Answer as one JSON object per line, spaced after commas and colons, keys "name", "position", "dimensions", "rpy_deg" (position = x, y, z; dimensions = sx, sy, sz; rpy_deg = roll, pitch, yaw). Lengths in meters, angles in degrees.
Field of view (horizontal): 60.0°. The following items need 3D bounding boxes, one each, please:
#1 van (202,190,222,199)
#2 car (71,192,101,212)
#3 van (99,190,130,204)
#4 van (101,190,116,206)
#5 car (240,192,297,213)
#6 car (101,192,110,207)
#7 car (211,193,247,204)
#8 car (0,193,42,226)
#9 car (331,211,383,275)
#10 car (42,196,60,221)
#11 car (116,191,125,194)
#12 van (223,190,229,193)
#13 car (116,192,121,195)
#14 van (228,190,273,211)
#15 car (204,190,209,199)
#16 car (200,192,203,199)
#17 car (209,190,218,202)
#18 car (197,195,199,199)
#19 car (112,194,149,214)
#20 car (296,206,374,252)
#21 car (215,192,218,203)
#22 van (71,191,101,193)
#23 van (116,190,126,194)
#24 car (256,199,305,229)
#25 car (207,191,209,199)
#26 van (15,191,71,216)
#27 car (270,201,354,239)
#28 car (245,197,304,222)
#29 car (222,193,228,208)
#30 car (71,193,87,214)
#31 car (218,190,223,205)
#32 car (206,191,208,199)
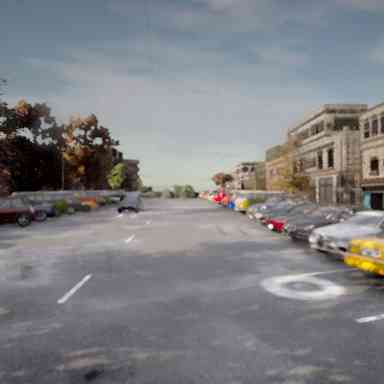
{"name": "van", "position": [4.995, 0.620, 81.769], "dimensions": [4.442, 1.987, 1.878], "rpy_deg": [1, -2, -21]}
{"name": "car", "position": [-11.782, 1.137, 31.662], "dimensions": [5.366, 1.575, 1.946], "rpy_deg": [-1, 0, -21]}
{"name": "van", "position": [-12.224, 0.738, 52.244], "dimensions": [4.442, 1.987, 1.878], "rpy_deg": [-1, 0, -21]}
{"name": "van", "position": [-12.011, 0.832, 40.470], "dimensions": [4.442, 1.987, 1.878], "rpy_deg": [-1, 0, -21]}
{"name": "car", "position": [6.050, 1.081, 23.080], "dimensions": [4.553, 1.767, 2.185], "rpy_deg": [0, 1, -21]}
{"name": "car", "position": [-12.057, 1.125, 37.478], "dimensions": [4.674, 1.452, 2.002], "rpy_deg": [-1, 1, -21]}
{"name": "car", "position": [5.530, 0.955, 49.470], "dimensions": [4.892, 1.521, 2.231], "rpy_deg": [1, 0, -21]}
{"name": "car", "position": [-11.714, 1.147, 19.828], "dimensions": [4.553, 1.767, 2.185], "rpy_deg": [-1, 1, -21]}
{"name": "car", "position": [6.455, 1.378, 8.479], "dimensions": [5.366, 1.575, 1.946], "rpy_deg": [0, 0, -21]}
{"name": "car", "position": [-11.820, 1.270, 22.752], "dimensions": [4.792, 1.488, 2.163], "rpy_deg": [-1, 1, -21]}
{"name": "car", "position": [-12.227, 1.050, 46.315], "dimensions": [4.674, 1.452, 2.002], "rpy_deg": [-1, 0, -21]}
{"name": "van", "position": [5.914, 0.856, 34.849], "dimensions": [4.442, 1.987, 1.878], "rpy_deg": [0, 0, -21]}
{"name": "car", "position": [-12.170, 1.074, 43.371], "dimensions": [4.674, 1.452, 2.002], "rpy_deg": [-1, 0, -21]}
{"name": "van", "position": [5.807, 0.914, 28.891], "dimensions": [4.442, 1.987, 1.878], "rpy_deg": [0, 1, -21]}
{"name": "car", "position": [5.498, 0.871, 61.263], "dimensions": [5.366, 1.575, 1.946], "rpy_deg": [1, 0, -21]}
{"name": "car", "position": [4.979, 0.809, 69.930], "dimensions": [5.366, 1.575, 1.946], "rpy_deg": [1, 0, -21]}
{"name": "car", "position": [5.672, 0.750, 43.615], "dimensions": [5.566, 2.045, 2.435], "rpy_deg": [1, 0, -21]}
{"name": "car", "position": [4.909, 0.977, 87.640], "dimensions": [5.366, 1.575, 1.946], "rpy_deg": [1, -2, -21]}
{"name": "car", "position": [-5.648, 1.198, 31.231], "dimensions": [2.033, 1.411, 5.357], "rpy_deg": [0, 1, -1]}
{"name": "car", "position": [6.233, 1.385, 11.341], "dimensions": [4.674, 1.452, 2.002], "rpy_deg": [0, 1, -21]}
{"name": "car", "position": [5.700, 1.067, 40.669], "dimensions": [4.674, 1.452, 2.002], "rpy_deg": [0, 1, -21]}
{"name": "van", "position": [-12.119, 0.891, 34.491], "dimensions": [4.442, 1.987, 1.878], "rpy_deg": [-1, 1, -21]}
{"name": "van", "position": [-12.385, 0.764, 49.207], "dimensions": [4.442, 1.987, 1.878], "rpy_deg": [-1, 1, -21]}
{"name": "car", "position": [6.097, 1.305, 17.195], "dimensions": [4.792, 1.488, 2.163], "rpy_deg": [0, 1, -21]}
{"name": "car", "position": [5.452, 0.962, 52.395], "dimensions": [4.792, 1.488, 2.163], "rpy_deg": [1, 1, -21]}
{"name": "van", "position": [-11.955, 0.983, 25.656], "dimensions": [4.442, 1.987, 1.878], "rpy_deg": [-1, 1, -21]}
{"name": "car", "position": [6.188, 1.311, 14.270], "dimensions": [4.892, 1.521, 2.231], "rpy_deg": [0, 1, -21]}
{"name": "car", "position": [6.077, 1.242, 20.141], "dimensions": [4.892, 1.521, 2.231], "rpy_deg": [0, 1, -21]}
{"name": "car", "position": [5.851, 1.110, 31.873], "dimensions": [5.008, 1.535, 2.097], "rpy_deg": [0, 0, -21]}
{"name": "car", "position": [-11.893, 1.175, 28.650], "dimensions": [4.892, 1.521, 2.231], "rpy_deg": [-1, 1, -21]}
{"name": "car", "position": [5.723, 0.926, 37.729], "dimensions": [4.553, 1.767, 2.185], "rpy_deg": [0, 0, -21]}
{"name": "car", "position": [5.604, 0.910, 55.403], "dimensions": [5.366, 1.575, 1.946], "rpy_deg": [1, 0, -21]}
